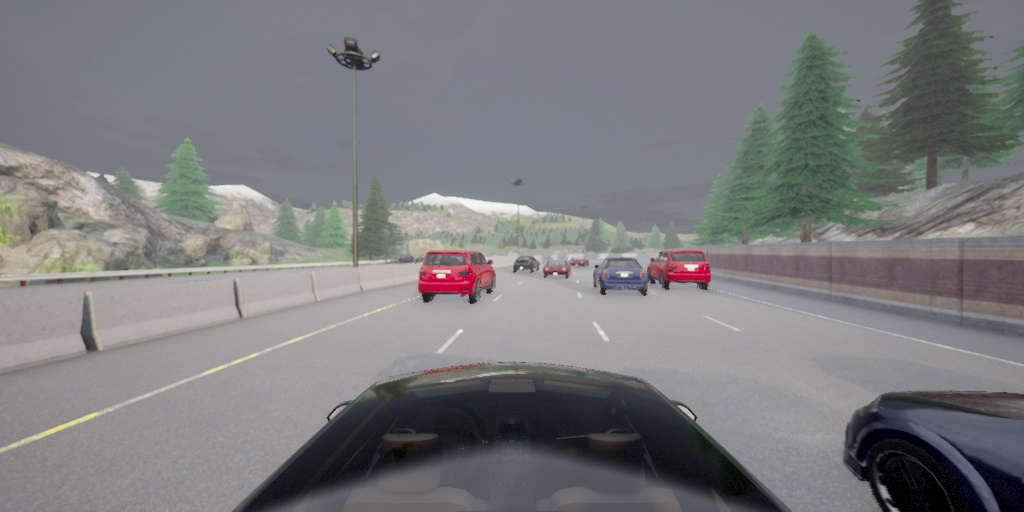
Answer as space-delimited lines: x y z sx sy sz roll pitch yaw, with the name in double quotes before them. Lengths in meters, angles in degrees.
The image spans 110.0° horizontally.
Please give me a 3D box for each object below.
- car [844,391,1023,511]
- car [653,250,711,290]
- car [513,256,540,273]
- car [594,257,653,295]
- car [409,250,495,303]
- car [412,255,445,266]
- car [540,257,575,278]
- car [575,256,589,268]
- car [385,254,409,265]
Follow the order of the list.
"car" 3.710 1.323 1.202 1.994 1.385 4.181 0 1 2
"car" 9.141 0.688 19.973 2.150 2.045 5.566 0 1 10
"car" 1.441 0.758 33.448 1.837 1.490 4.892 0 1 15
"car" 5.295 0.849 17.956 2.097 1.767 4.553 0 1 8
"car" -2.169 0.756 15.437 2.150 2.045 5.566 0 1 7
"car" -11.716 0.527 50.625 2.033 1.411 5.357 0 1 20
"car" 3.625 0.942 27.889 1.895 1.301 4.718 0 1 13
"car" 8.196 0.701 43.371 1.895 1.301 4.718 0 1 19
"car" -15.630 0.481 50.000 2.128 1.511 4.902 0 1 19
